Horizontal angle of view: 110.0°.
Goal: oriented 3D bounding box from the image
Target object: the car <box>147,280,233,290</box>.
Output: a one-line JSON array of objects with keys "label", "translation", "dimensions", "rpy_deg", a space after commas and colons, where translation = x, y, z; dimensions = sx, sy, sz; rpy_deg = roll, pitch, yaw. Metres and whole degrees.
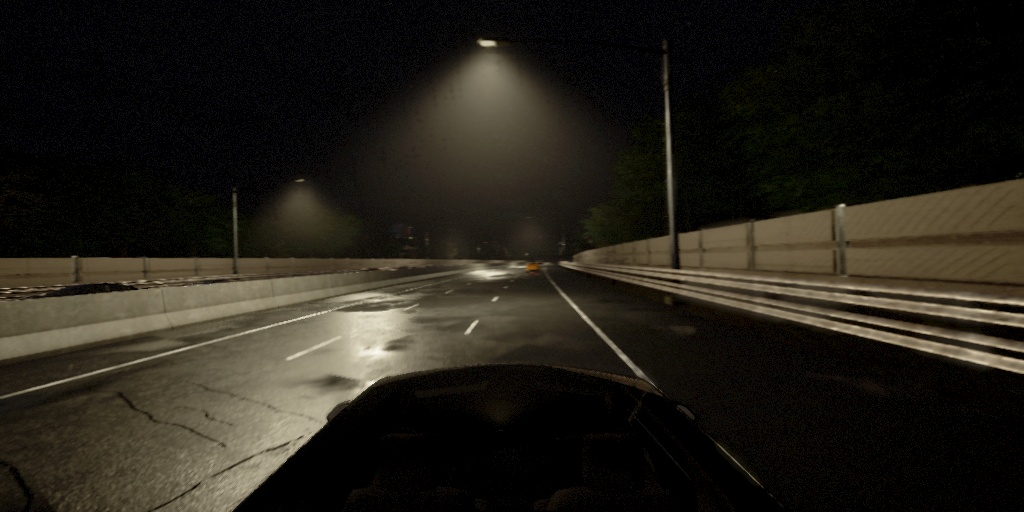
[{"label": "car", "translation": [-16.598, 2.039, 19.567], "dimensions": [1.994, 1.385, 4.181], "rpy_deg": [-2, 0, 3]}]

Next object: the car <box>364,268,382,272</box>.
[{"label": "car", "translation": [-21.258, 2.550, 54.582], "dimensions": [1.812, 1.442, 4.674], "rpy_deg": [-2, -1, 5]}]

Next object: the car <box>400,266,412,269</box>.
[{"label": "car", "translation": [-17.434, 2.417, 58.319], "dimensions": [1.882, 1.535, 5.008], "rpy_deg": [-2, -1, 5]}]

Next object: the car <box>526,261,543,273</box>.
[{"label": "car", "translation": [3.131, 1.651, 52.285], "dimensions": [1.882, 1.535, 5.008], "rpy_deg": [-2, -2, 5]}]

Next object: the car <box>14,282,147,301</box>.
[{"label": "car", "translation": [-20.237, 2.060, 17.038], "dimensions": [1.882, 1.535, 5.008], "rpy_deg": [-2, -1, 3]}]
